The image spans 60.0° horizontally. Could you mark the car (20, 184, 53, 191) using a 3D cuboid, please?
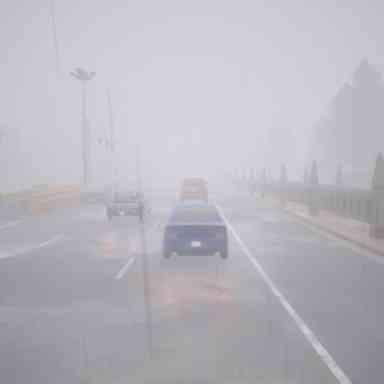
[{"bbox_3d":[-13.949,-0.026,30.409,1.895,1.301,4.718,0,4,1],"label":"car"}]

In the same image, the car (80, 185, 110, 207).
[{"bbox_3d":[-6.844,0.207,24.996,1.882,1.535,5.008,0,4,0],"label":"car"}]

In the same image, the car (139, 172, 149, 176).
[{"bbox_3d":[-13.532,-4.572,93.556,2.150,2.045,5.566,0,4,0],"label":"car"}]

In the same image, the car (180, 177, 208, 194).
[{"bbox_3d":[0.165,-0.207,27.374,2.150,2.045,5.566,0,4,0],"label":"car"}]

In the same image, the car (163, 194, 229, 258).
[{"bbox_3d":[0.107,1.094,11.294,1.882,1.535,5.008,0,3,0],"label":"car"}]

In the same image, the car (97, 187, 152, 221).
[{"bbox_3d":[-3.375,0.650,18.497,2.128,1.511,4.902,0,4,0],"label":"car"}]
